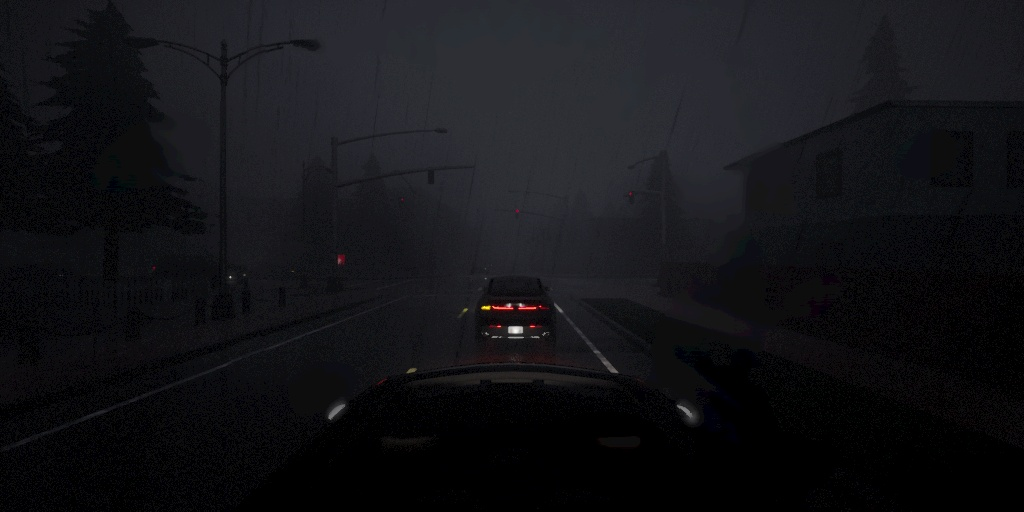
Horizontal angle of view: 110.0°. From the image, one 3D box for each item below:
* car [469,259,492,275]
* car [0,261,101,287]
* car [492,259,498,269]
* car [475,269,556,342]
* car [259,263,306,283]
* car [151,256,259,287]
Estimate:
[{"bbox_3d":[-3.459,1.276,38.502,1.812,1.442,4.674,0,0,-1],"label":"car"},{"bbox_3d":[-31.103,1.257,23.748,4.902,1.511,2.128,0,0,-1],"label":"car"},{"bbox_3d":[-3.480,1.254,53.641,1.837,1.490,4.892,0,0,0],"label":"car"},{"bbox_3d":[0.092,1.255,9.715,1.837,1.490,4.892,0,0,0],"label":"car"},{"bbox_3d":[-18.462,1.291,27.700,4.674,1.442,1.812,0,0,-1],"label":"car"},{"bbox_3d":[-20.665,0.987,24.025,5.566,2.045,2.150,0,0,-1],"label":"car"}]
